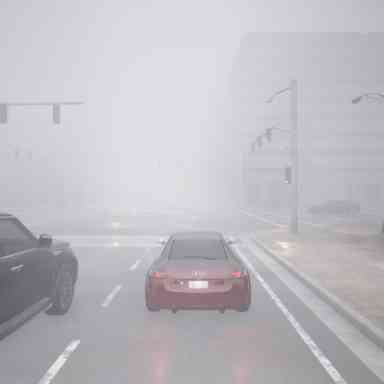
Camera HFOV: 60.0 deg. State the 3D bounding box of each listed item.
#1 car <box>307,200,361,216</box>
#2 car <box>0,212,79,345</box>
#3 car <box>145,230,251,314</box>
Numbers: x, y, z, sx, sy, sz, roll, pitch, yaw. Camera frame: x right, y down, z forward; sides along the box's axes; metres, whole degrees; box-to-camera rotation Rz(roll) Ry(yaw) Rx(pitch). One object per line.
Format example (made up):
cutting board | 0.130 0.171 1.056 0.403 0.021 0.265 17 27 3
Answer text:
car | 13.587 1.504 32.014 4.892 1.490 1.837 0 0 0
car | -3.397 1.221 4.398 2.150 2.045 5.566 0 0 1
car | 0.113 1.564 7.723 1.994 1.385 4.181 0 0 0
